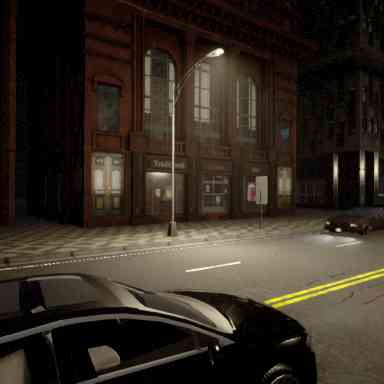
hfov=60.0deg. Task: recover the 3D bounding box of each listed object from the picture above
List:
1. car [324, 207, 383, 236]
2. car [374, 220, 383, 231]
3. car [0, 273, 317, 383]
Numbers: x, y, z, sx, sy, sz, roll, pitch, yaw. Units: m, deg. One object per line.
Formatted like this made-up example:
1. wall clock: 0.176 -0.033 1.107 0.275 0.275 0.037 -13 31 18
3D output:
1. car: 9.589 1.532 18.385 5.357 1.411 2.033 0 0 -35
2. car: 6.922 1.487 8.309 4.902 1.511 2.128 0 0 -35
3. car: -0.959 1.492 2.756 4.902 1.511 2.128 0 0 -35
